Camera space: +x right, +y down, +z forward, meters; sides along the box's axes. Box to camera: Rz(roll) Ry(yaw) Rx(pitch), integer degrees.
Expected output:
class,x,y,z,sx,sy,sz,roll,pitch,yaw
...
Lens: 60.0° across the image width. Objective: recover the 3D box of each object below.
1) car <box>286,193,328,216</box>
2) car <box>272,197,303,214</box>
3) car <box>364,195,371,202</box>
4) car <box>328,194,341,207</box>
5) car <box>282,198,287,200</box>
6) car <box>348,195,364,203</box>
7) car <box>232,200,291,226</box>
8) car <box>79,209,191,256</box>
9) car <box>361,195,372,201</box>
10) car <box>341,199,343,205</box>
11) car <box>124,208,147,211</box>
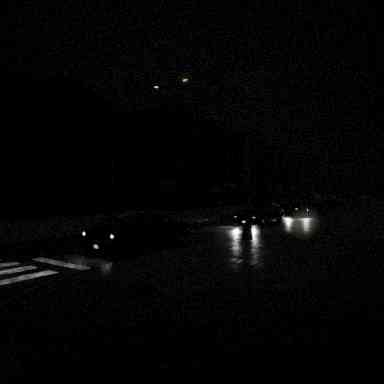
class,x,y,z,sx,sy,sz,roll,pitch,yaw
car,10.894,1.158,31.807,2.150,2.045,5.566,0,0,35
car,10.185,1.377,35.230,1.967,1.590,4.097,0,0,35
car,39.476,1.485,76.915,1.752,1.417,4.829,0,0,35
car,19.981,1.248,49.171,2.192,1.841,5.009,0,0,35
car,6.920,1.522,30.582,1.802,1.307,4.206,0,0,35
car,33.043,1.507,67.759,1.947,1.339,4.313,0,0,35
car,4.794,1.493,23.142,2.033,1.411,5.357,0,0,35
car,-2.077,1.569,13.302,1.895,1.301,4.718,0,0,34
car,42.839,1.517,81.701,1.887,1.381,4.507,0,0,35
car,23.248,1.498,53.818,1.947,1.339,4.313,0,0,35
car,-2.875,1.516,16.642,2.008,1.369,4.403,0,0,35
